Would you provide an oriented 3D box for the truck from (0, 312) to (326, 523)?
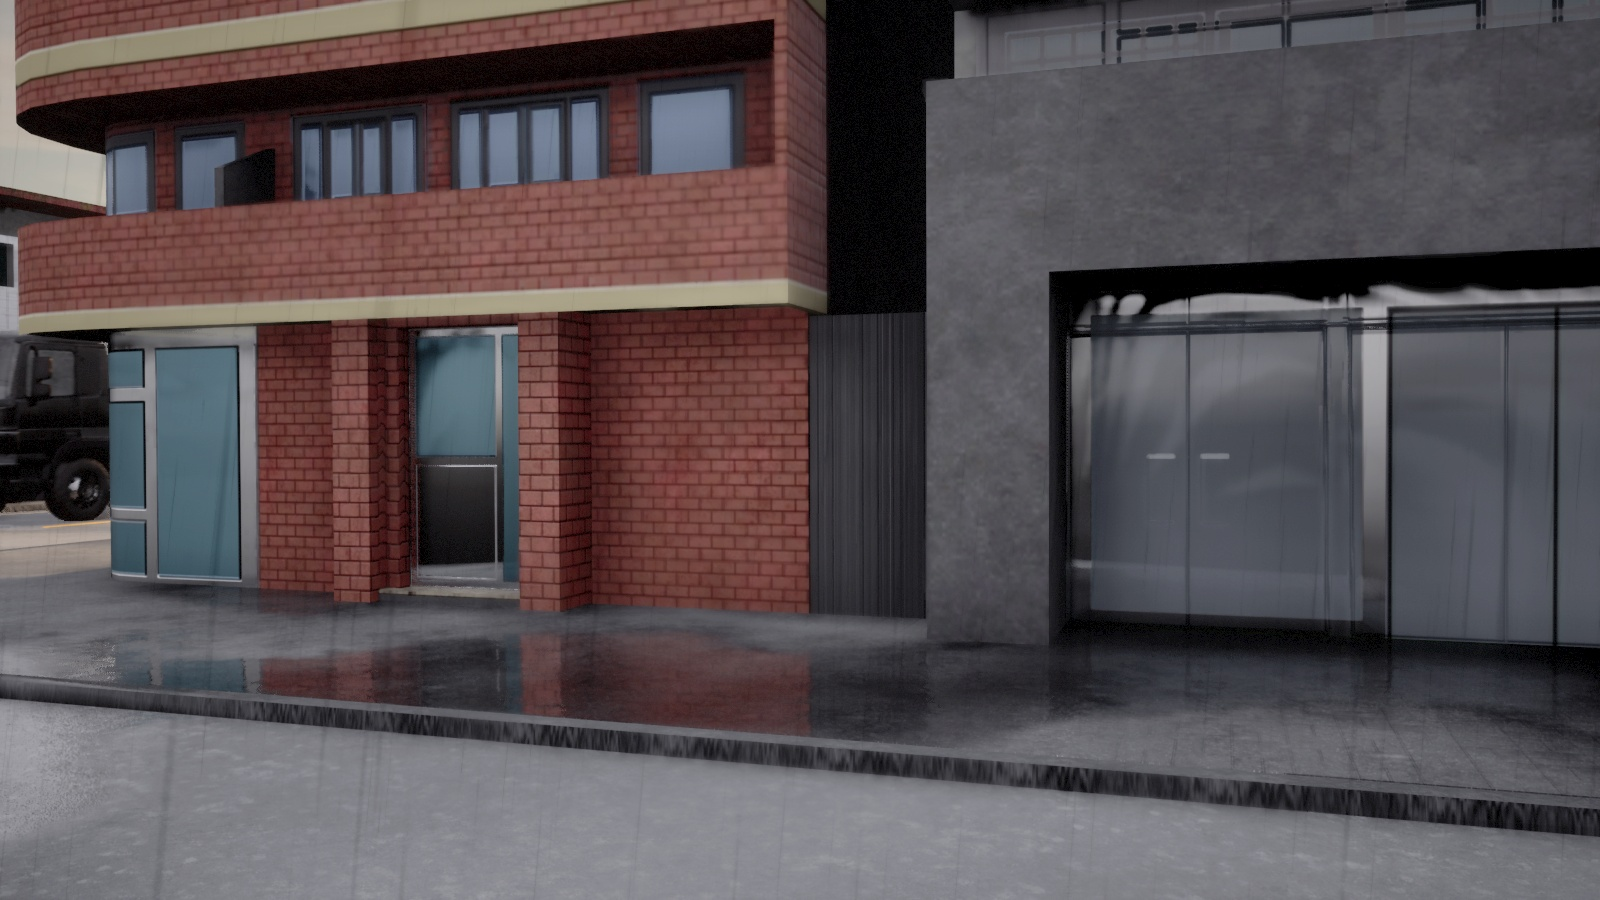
[{"bbox_3d":[-13.243,-0.602,24.833,2.891,3.462,7.936,1,1,18],"label":"truck"}]
